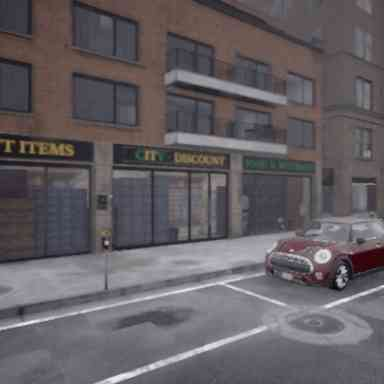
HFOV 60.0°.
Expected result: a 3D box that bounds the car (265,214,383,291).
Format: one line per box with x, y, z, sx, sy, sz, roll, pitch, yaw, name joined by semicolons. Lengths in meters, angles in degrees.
3.844;1.436;8.929;4.097;1.590;1.967;0;0;-35;car
